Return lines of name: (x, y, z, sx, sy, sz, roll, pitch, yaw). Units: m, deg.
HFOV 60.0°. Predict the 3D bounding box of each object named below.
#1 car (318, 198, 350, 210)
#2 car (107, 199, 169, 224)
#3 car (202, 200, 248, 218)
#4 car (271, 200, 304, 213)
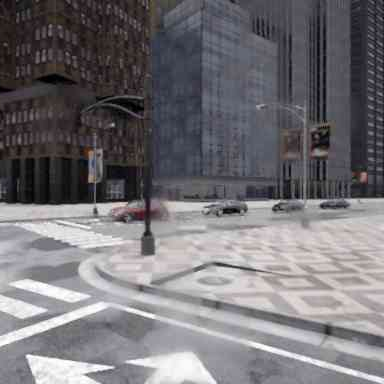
car: (18.645, 1.525, 43.393, 5.357, 1.411, 2.033, 0, 0, -40)
car: (-3.960, 1.327, 24.605, 4.553, 1.767, 2.097, 0, 0, -40)
car: (3.050, 1.464, 30.450, 4.902, 1.511, 2.128, 0, 0, -40)
car: (10.661, 1.537, 36.778, 4.181, 1.385, 1.994, 0, 0, -40)
